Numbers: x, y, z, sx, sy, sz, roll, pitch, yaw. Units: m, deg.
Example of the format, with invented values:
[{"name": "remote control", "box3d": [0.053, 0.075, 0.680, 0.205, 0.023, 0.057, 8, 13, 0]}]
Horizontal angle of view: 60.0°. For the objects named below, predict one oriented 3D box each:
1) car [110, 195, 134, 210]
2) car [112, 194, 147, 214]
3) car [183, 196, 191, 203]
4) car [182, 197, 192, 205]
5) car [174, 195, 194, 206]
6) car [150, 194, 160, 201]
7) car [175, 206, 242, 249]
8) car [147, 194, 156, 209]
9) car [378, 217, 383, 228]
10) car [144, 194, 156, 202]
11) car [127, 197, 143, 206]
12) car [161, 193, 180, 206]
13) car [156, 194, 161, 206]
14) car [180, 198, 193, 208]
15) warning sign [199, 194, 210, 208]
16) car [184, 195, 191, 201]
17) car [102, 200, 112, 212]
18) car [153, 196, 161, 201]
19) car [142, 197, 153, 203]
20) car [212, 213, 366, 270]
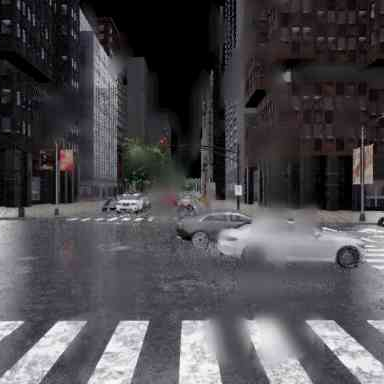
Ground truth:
[{"name": "car", "box3d": [-9.288, 1.335, 44.300, 2.192, 1.841, 5.009, 0, 0, -1]}, {"name": "car", "box3d": [-6.542, 1.223, 35.511, 2.150, 2.045, 5.566, 0, 0, -1]}, {"name": "car", "box3d": [-1.013, 1.613, 71.667, 1.752, 1.417, 4.829, 0, 0, -1]}, {"name": "car", "box3d": [-0.912, 1.603, 60.648, 1.887, 1.381, 4.507, 0, 0, -1]}, {"name": "car", "box3d": [-0.713, 1.448, 38.949, 1.967, 1.590, 4.097, 0, 0, -1]}, {"name": "car", "box3d": [-9.687, 1.449, 87.706, 2.192, 1.841, 5.009, 0, 0, -1]}, {"name": "car", "box3d": [1.721, 1.545, 14.136, 4.902, 1.511, 2.128, 1, 0, 0]}, {"name": "car", "box3d": [-6.629, 1.375, 45.536, 2.097, 1.767, 4.553, 0, 0, 0]}, {"name": "car", "box3d": [14.094, 1.788, 20.933, 4.181, 1.385, 1.994, 1, 0, 0]}, {"name": "car", "box3d": [-9.587, 1.417, 76.854, 2.192, 1.841, 5.009, 0, 0, -1]}, {"name": "car", "box3d": [-9.385, 1.570, 54.981, 1.752, 1.417, 4.829, 0, 0, -1]}, {"name": "car", "box3d": [-3.526, 1.268, 55.673, 2.150, 2.045, 5.566, 0, 0, -1]}, {"name": "car", "box3d": [-6.712, 1.399, 55.738, 2.097, 1.767, 4.553, 0, 0, 0]}, {"name": "car", "box3d": [-0.812, 1.615, 49.798, 1.802, 1.307, 4.206, 0, 0, -1]}, {"name": "warning sign", "box3d": [1.565, 1.132, 42.641, 1.300, 1.860, 1.060, 0, 0, -1]}, {"name": "car", "box3d": [-1.162, 1.574, 87.772, 1.967, 1.590, 4.097, 0, 0, -1]}, {"name": "car", "box3d": [-9.237, 1.574, 38.873, 1.947, 1.339, 4.313, 0, 0, -1]}, {"name": "car", "box3d": [-9.736, 1.696, 93.131, 1.887, 1.381, 4.507, 0, 0, -1]}, {"name": "car", "box3d": [-9.536, 1.669, 71.428, 1.802, 1.307, 4.206, 0, 0, -1]}, {"name": "car", "box3d": [3.169, 1.603, 10.904, 4.674, 1.442, 1.812, 1, 0, 0]}]
